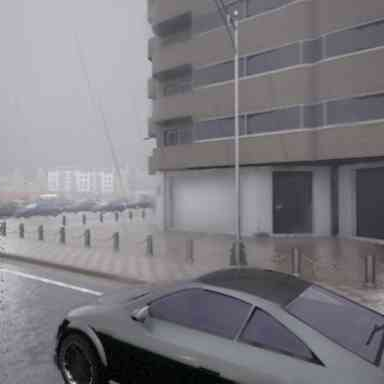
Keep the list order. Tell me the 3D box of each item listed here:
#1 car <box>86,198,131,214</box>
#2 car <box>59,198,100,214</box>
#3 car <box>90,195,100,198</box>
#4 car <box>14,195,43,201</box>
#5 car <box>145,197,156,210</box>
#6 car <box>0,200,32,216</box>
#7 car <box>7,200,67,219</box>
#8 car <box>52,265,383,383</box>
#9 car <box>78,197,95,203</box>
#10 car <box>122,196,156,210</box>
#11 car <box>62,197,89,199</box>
[{"bbox_3d":[-10.138,1.838,40.563,1.812,1.442,4.674,-1,0,35],"label":"car"},{"bbox_3d":[-13.621,1.888,41.705,2.033,1.411,5.357,-1,0,35],"label":"car"},{"bbox_3d":[-26.011,1.795,87.692,1.905,1.878,3.866,-1,0,35],"label":"car"},{"bbox_3d":[-36.066,1.792,73.345,1.932,1.855,4.605,-1,0,35],"label":"car"},{"bbox_3d":[-4.187,1.817,49.089,1.837,1.490,4.892,-1,0,35],"label":"car"},{"bbox_3d":[-19.382,1.888,33.443,2.033,1.411,5.357,-1,0,35],"label":"car"},{"bbox_3d":[-15.314,1.838,33.122,1.812,1.442,4.674,-1,0,35],"label":"car"},{"bbox_3d":[0.316,1.579,3.759,4.181,1.385,1.994,-1,0,35],"label":"car"},{"bbox_3d":[-28.372,2.058,89.364,1.970,1.475,3.806,-1,0,35],"label":"car"},{"bbox_3d":[-7.753,1.819,50.103,1.882,1.535,5.008,-1,0,35],"label":"car"},{"bbox_3d":[-22.187,1.897,63.703,1.970,1.475,3.806,-1,0,35],"label":"car"}]
